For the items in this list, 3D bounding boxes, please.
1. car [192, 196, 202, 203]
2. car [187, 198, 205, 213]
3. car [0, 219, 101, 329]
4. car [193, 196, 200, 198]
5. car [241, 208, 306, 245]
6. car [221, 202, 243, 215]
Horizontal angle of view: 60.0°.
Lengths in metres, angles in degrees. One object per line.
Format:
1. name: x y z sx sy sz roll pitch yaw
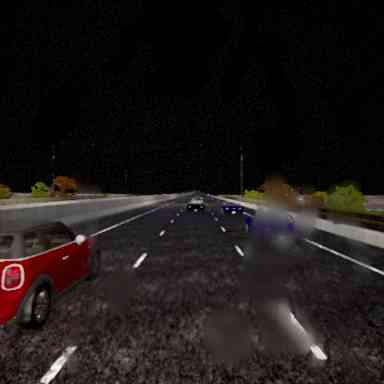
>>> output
1. car: 1.097 1.583 73.510 2.128 1.511 4.902 0 0 1
2. car: 0.439 1.616 37.239 1.895 1.301 4.718 0 0 1
3. car: -3.478 1.352 7.103 2.097 1.767 4.553 0 0 0
4. car: 0.822 1.634 53.063 1.895 1.301 4.718 0 0 1
5. car: 3.697 1.604 15.619 1.895 1.301 4.718 0 0 1
6. car: 3.963 1.615 33.454 1.895 1.301 4.718 0 0 1
